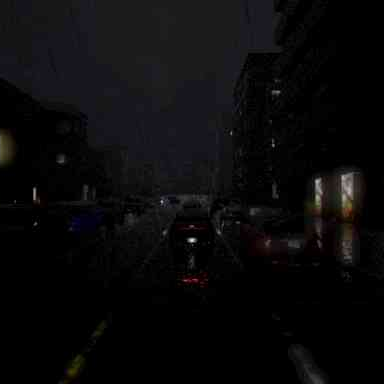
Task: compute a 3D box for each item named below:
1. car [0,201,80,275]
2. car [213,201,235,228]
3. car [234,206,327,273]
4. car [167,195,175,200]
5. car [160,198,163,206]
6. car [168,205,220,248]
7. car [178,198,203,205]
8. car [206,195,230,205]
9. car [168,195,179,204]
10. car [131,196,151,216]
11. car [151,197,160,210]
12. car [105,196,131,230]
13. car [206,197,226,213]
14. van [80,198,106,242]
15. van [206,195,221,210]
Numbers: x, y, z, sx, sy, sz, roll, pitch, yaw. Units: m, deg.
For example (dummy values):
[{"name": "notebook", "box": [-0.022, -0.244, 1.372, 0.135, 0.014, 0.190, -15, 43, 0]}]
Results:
[{"name": "car", "box": [-5.671, 1.316, 10.718, 2.192, 1.841, 5.009, 1, 0, 0]}, {"name": "car", "box": [2.704, 1.555, 21.525, 2.008, 1.369, 4.403, 1, 0, 0]}, {"name": "car", "box": [2.706, 1.441, 10.711, 1.967, 1.590, 4.097, 1, 0, 0]}, {"name": "car", "box": [-5.753, 1.560, 91.931, 1.887, 1.381, 4.507, 1, 0, 0]}, {"name": "car", "box": [-5.677, 1.561, 53.975, 2.008, 1.369, 4.403, 1, 0, 0]}, {"name": "car", "box": [0.000, 1.519, 14.652, 1.837, 1.490, 4.892, 0, 0, 0]}, {"name": "car", "box": [0.000, 1.491, 29.655, 1.882, 1.535, 5.008, 0, 0, 0]}, {"name": "car", "box": [2.708, 1.321, 32.339, 2.192, 1.841, 5.009, 1, 0, 0]}, {"name": "car", "box": [-3.000, 1.668, 61.629, 1.895, 1.301, 4.718, 0, 0, 0]}, {"name": "car", "box": [-5.672, 1.321, 32.347, 2.192, 1.841, 5.009, 1, 0, 0]}, {"name": "car", "box": [-5.674, 1.448, 43.161, 1.967, 1.590, 4.097, 1, 0, 0]}, {"name": "car", "box": [-5.671, 1.319, 21.532, 2.192, 1.841, 5.009, 1, 0, 0]}, {"name": "car", "box": [2.706, 1.448, 37.747, 1.967, 1.590, 4.097, 1, 0, 0]}, {"name": "van", "box": [-5.672, 1.343, 16.125, 1.690, 1.788, 3.998, 1, 0, 0]}, {"name": "van", "box": [2.708, 1.350, 43.154, 1.690, 1.788, 3.998, 1, 0, 0]}]
